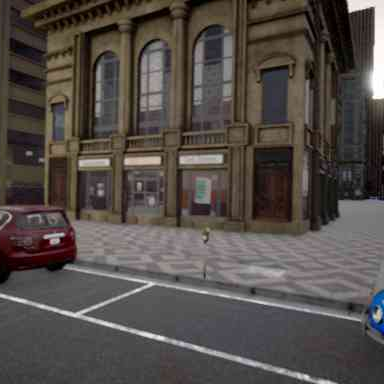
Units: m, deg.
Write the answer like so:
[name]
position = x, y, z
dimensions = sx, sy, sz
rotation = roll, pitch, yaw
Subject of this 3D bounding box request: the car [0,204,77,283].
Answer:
[car]
position = -5.464, 1.256, 9.307
dimensions = 5.009, 1.841, 2.192
rotation = 1, 0, 29

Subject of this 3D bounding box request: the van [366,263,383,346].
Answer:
[van]
position = 4.369, 1.441, 3.942
dimensions = 3.998, 1.788, 1.690
rotation = 1, 0, 29
